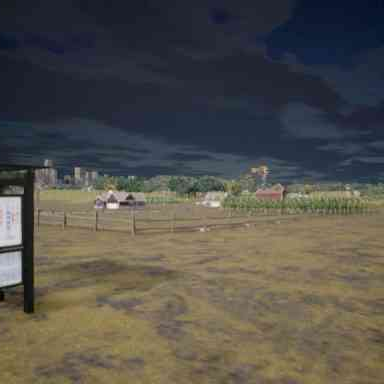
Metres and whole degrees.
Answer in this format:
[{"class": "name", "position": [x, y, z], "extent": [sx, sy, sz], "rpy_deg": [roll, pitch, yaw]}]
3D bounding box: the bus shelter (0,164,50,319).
[{"class": "bus shelter", "position": [-4.975, 0.885, 6.998], "extent": [3.880, 2.740, 1.920], "rpy_deg": [0, 0, 36]}]
